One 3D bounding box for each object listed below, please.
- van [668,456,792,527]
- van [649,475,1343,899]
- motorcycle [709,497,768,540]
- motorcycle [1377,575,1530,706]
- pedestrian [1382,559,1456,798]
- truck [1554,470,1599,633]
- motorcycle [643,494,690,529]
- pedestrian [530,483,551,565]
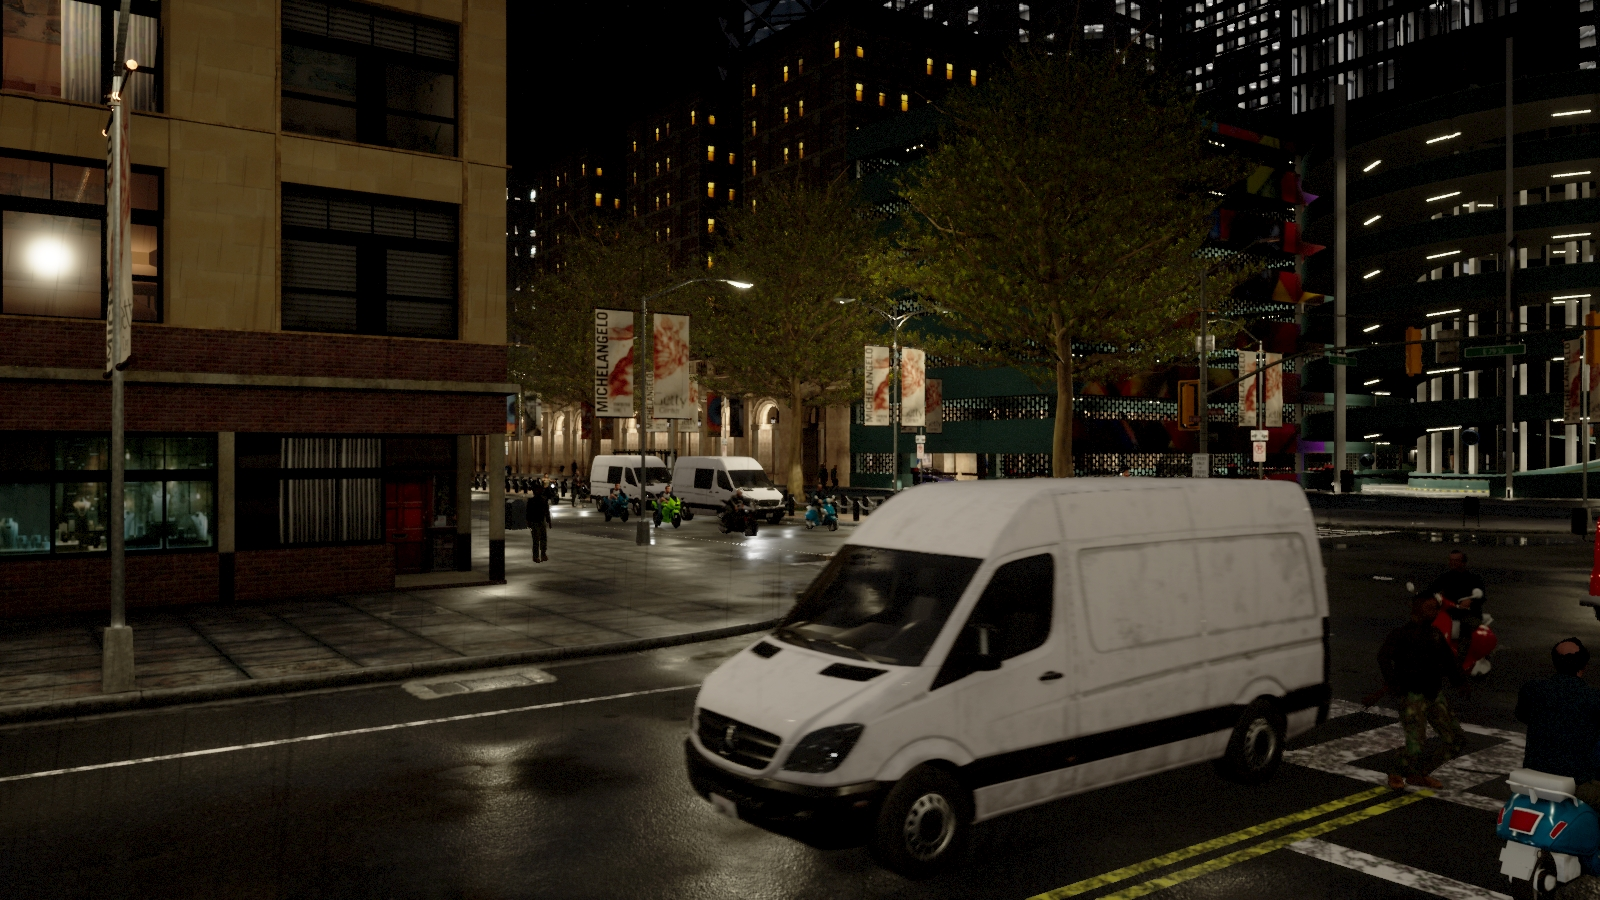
[{"bbox_3d":[-2.818,1.534,44.499,1.988,2.561,5.915,0,0,-35],"label":"van"},{"bbox_3d":[1.872,1.535,9.367,5.915,2.561,1.988,0,0,-35],"label":"van"},{"bbox_3d":[-2.027,2.205,37.303,0.867,1.251,2.209,0,0,-35],"label":"motorcycle"},{"bbox_3d":[7.669,2.182,13.389,1.805,1.236,0.856,0,0,-35],"label":"motorcycle"},{"bbox_3d":[5.062,1.848,9.351,0.375,1.860,0.375,0,0,-17],"label":"pedestrian"},{"bbox_3d":[14.708,1.578,18.317,5.204,2.467,2.627,1,0,-35],"label":"truck"},{"bbox_3d":[-4.822,2.213,41.271,0.803,1.145,2.033,0,0,-35],"label":"motorcycle"},{"bbox_3d":[-6.024,1.699,26.473,0.375,1.860,0.375,0,0,-31],"label":"pedestrian"}]
